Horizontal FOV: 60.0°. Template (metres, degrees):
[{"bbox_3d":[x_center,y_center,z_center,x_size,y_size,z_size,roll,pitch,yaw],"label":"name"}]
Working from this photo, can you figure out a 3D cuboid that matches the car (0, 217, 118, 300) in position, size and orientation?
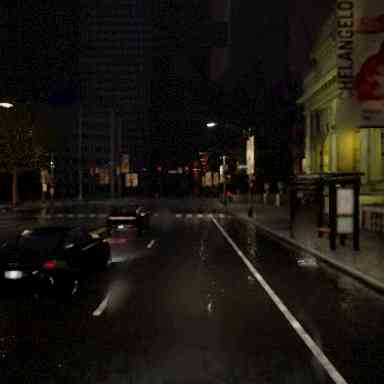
[{"bbox_3d":[-3.405,1.550,8.363,1.994,1.385,4.181,0,0,0],"label":"car"}]

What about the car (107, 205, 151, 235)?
[{"bbox_3d":[-3.399,1.463,18.417,2.128,1.511,4.902,0,0,0],"label":"car"}]
